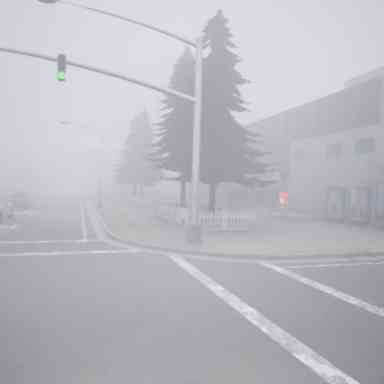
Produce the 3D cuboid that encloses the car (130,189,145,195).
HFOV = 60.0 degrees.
[{"bbox_3d":[-12.410,0.260,75.500,1.845,1.501,3.633,1,1,-18],"label":"car"}]

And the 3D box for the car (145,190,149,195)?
[{"bbox_3d":[-11.890,0.205,83.480,1.970,1.475,3.806,1,1,-18],"label":"car"}]

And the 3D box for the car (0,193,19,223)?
[{"bbox_3d":[-12.230,0.982,20.303,1.812,1.442,4.674,2,1,-17],"label":"car"}]

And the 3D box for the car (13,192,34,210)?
[{"bbox_3d":[-15.496,0.766,29.954,1.837,1.490,4.892,1,1,-18],"label":"car"}]
